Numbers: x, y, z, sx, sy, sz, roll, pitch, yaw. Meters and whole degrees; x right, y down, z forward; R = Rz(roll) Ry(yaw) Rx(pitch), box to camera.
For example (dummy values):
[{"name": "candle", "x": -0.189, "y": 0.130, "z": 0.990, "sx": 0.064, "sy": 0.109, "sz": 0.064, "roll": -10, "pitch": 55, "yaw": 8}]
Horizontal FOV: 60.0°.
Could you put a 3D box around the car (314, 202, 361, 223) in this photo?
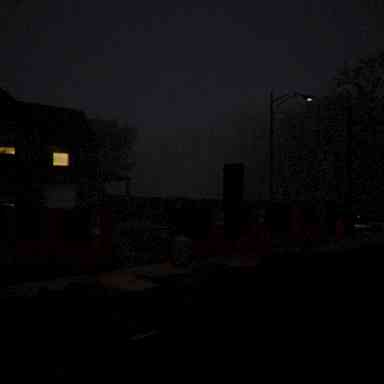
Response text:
[{"name": "car", "x": 10.335, "y": 1.466, "z": 25.245, "sx": 1.812, "sy": 1.442, "sz": 4.674, "roll": 0, "pitch": 0, "yaw": -36}]

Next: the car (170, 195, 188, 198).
[{"name": "car", "x": -1.265, "y": 1.215, "z": 41.371, "sx": 2.097, "sy": 1.767, "sz": 4.553, "roll": 0, "pitch": 0, "yaw": -36}]
